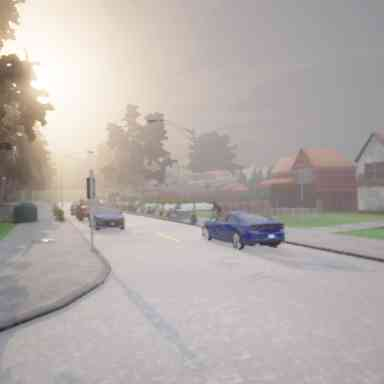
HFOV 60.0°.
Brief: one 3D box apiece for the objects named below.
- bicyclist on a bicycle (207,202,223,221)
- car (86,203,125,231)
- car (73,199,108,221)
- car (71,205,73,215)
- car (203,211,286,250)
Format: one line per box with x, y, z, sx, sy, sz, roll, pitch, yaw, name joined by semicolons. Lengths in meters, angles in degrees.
1.914;1.587;26.230;1.656;1.620;0.582;-1;0;-24;bicyclist on a bicycle
-6.052;1.800;23.492;1.882;1.535;5.008;-1;-1;-24;car
-10.032;1.690;32.616;2.150;2.045;5.566;-1;-1;-24;car
-14.076;1.969;41.978;2.097;1.767;4.553;-1;-1;-23;car
2.151;1.603;15.135;1.882;1.535;5.008;0;-1;-22;car
